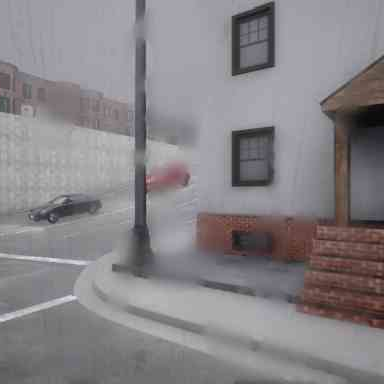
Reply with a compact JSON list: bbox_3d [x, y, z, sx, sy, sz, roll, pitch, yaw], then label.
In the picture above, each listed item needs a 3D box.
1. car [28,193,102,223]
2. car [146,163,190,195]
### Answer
[{"bbox_3d":[-7.826,0.873,20.854,1.812,1.442,4.674,0,7,35],"label":"car"},{"bbox_3d":[-2.351,-1.187,28.687,2.150,2.045,5.566,0,13,34],"label":"car"}]
